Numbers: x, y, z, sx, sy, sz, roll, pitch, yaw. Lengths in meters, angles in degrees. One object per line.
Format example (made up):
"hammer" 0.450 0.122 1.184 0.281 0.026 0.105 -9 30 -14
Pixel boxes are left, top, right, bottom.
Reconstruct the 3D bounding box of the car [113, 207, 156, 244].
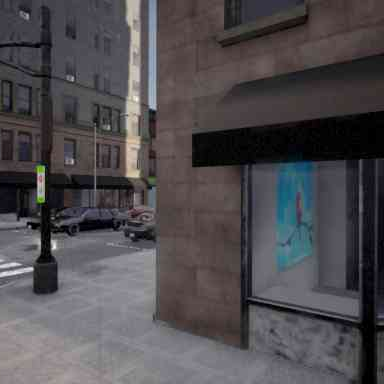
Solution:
"car" -1.245 1.573 15.680 2.008 1.369 4.403 0 0 35

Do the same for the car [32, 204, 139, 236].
"car" -5.761 1.553 18.798 2.033 1.411 5.357 0 0 35

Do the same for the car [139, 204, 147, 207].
"car" -4.495 1.583 24.961 1.802 1.307 4.206 0 0 35

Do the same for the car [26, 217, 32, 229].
"car" -7.786 1.563 20.329 1.947 1.339 4.313 0 0 35
